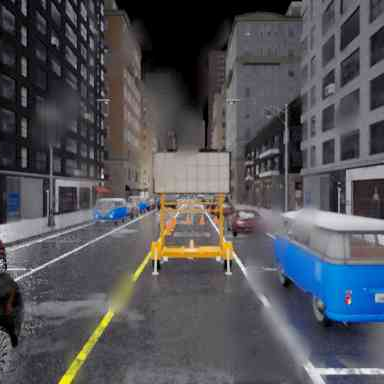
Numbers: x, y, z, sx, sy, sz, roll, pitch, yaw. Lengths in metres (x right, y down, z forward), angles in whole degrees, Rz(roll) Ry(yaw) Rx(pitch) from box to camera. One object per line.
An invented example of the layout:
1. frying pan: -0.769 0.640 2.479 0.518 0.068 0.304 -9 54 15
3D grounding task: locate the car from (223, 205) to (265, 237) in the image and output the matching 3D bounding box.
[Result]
1. car: 2.853 1.575 17.797 1.802 1.307 4.206 0 0 0

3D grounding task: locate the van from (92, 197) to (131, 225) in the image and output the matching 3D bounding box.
1. van: -5.674 1.332 23.297 1.690 1.788 3.998 0 0 0

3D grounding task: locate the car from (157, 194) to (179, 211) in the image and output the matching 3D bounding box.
1. car: -3.108 1.209 41.763 2.150 2.045 5.566 0 0 0

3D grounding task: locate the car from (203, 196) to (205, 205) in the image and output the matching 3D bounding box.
1. car: 2.848 1.428 45.303 1.967 1.590 4.097 0 0 0

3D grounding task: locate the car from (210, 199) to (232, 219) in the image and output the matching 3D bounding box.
1. car: 2.851 1.572 28.799 1.802 1.307 4.206 0 0 0

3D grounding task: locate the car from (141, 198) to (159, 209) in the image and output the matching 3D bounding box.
1. car: -5.677 1.569 45.302 1.802 1.307 4.206 0 0 0

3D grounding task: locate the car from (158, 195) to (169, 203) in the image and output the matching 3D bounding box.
1. car: -5.683 1.429 67.307 1.967 1.590 4.097 0 0 0

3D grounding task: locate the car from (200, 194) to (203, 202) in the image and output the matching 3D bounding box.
1. car: 2.845 1.538 56.306 2.008 1.369 4.403 0 0 0

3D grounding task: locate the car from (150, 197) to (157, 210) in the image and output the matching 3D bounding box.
1. car: -5.677 1.554 39.800 1.947 1.339 4.313 0 0 0

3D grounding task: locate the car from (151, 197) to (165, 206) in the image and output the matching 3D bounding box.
1. car: -5.680 1.553 56.304 1.947 1.339 4.313 0 0 0

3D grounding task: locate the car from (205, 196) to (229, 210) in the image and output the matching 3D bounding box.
1. car: 2.849 1.304 34.300 2.192 1.841 5.009 0 0 0

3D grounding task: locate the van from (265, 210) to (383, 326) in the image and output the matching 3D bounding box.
1. van: 2.855 1.338 6.794 1.690 1.788 3.998 0 0 0

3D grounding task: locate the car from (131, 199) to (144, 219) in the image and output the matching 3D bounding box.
1. car: -5.674 1.541 28.797 2.008 1.369 4.403 0 0 0

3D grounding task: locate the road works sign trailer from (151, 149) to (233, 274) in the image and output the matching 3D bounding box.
1. road works sign trailer: -0.001 0.460 10.471 2.380 3.560 2.880 0 0 0

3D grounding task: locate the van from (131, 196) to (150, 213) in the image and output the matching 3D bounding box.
1. van: -5.676 1.330 34.299 1.690 1.788 3.998 0 0 0

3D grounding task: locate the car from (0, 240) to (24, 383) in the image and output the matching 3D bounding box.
1. car: -3.100 1.490 2.351 2.128 1.511 4.902 0 0 0

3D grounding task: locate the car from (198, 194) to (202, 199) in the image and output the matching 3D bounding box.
1. car: 2.843 1.555 67.309 1.947 1.339 4.313 0 0 0
